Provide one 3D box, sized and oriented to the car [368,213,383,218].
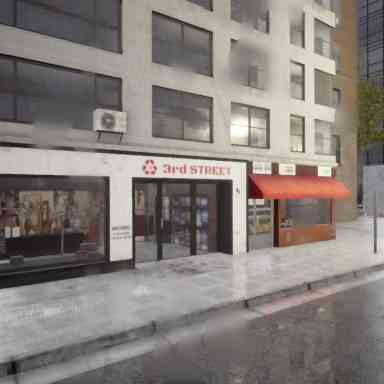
[{"bbox_3d":[17.513,1.528,27.939,1.882,1.535,5.008,0,0,-33],"label":"car"}]
